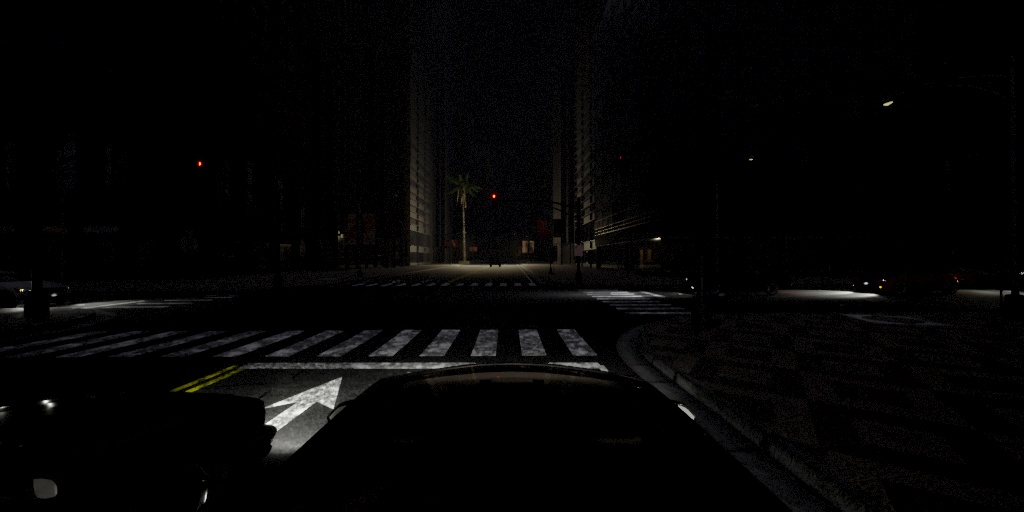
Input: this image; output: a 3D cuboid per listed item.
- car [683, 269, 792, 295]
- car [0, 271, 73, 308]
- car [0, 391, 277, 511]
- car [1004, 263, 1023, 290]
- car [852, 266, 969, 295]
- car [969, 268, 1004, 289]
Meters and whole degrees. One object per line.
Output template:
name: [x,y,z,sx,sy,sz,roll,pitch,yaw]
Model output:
car: [11.613,1.320,18.739,4.718,1.301,1.895,0,0,-1]
car: [-21.383,1.354,14.955,4.674,1.442,1.812,0,0,1]
car: [-3.175,1.297,0.738,2.033,1.411,5.357,0,0,4]
car: [29.967,1.012,19.059,4.553,1.767,2.097,0,0,-1]
car: [20.621,1.252,18.893,4.181,1.385,1.994,0,0,-1]
car: [26.420,1.274,21.753,4.207,1.307,1.802,0,0,-1]
